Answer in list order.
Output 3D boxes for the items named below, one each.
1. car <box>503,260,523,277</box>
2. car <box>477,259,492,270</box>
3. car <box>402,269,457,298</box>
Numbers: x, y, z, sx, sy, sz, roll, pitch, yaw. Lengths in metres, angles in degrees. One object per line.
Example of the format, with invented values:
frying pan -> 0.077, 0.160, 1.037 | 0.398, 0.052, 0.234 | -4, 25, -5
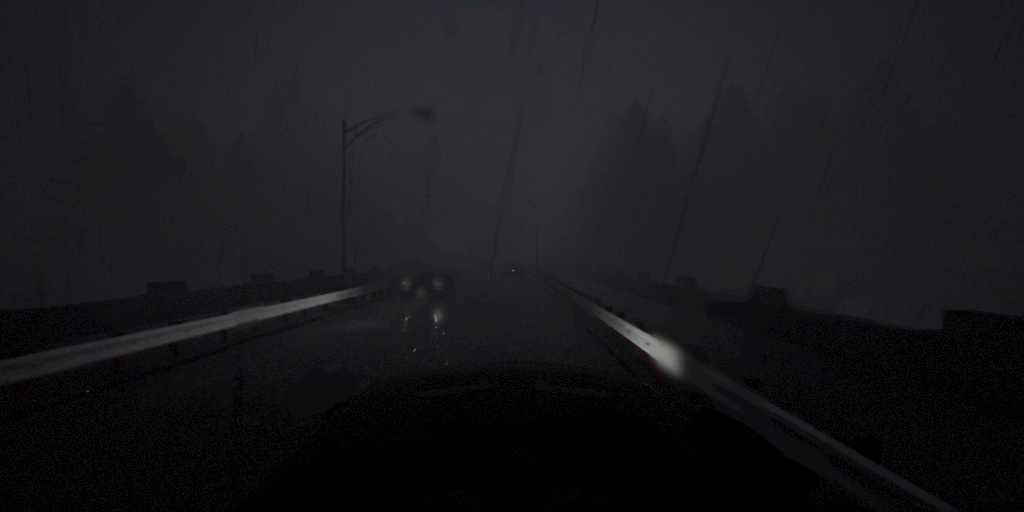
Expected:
car -> 0.099, 1.330, 35.233 | 1.994, 1.385, 4.181 | 0, 0, 0
car -> -4.043, 1.282, 53.690 | 1.837, 1.490, 4.892 | 0, 1, 1
car -> -4.097, 1.359, 18.469 | 1.895, 1.301, 4.718 | 0, 0, 0
